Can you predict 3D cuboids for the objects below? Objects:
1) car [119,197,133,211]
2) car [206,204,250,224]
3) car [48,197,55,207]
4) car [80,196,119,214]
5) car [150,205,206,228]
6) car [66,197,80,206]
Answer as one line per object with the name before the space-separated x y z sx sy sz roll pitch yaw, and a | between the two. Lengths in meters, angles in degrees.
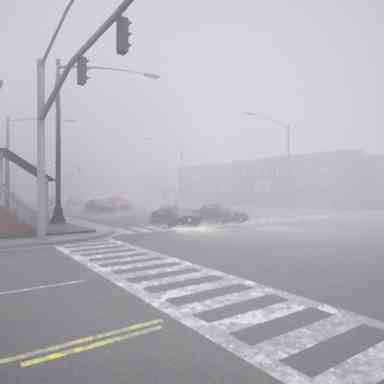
car | -8.820 1.337 39.524 2.097 1.767 4.553 0 0 -36
car | 2.019 1.586 24.568 1.895 1.301 4.718 0 0 -38
car | -21.746 1.505 51.745 1.837 1.490 4.892 0 0 -35
car | -9.769 1.466 34.825 1.882 1.535 5.008 0 0 -35
car | -1.193 1.553 22.286 1.994 1.385 4.181 0 0 -32
car | -19.054 1.513 54.000 2.128 1.511 4.902 0 0 -36
